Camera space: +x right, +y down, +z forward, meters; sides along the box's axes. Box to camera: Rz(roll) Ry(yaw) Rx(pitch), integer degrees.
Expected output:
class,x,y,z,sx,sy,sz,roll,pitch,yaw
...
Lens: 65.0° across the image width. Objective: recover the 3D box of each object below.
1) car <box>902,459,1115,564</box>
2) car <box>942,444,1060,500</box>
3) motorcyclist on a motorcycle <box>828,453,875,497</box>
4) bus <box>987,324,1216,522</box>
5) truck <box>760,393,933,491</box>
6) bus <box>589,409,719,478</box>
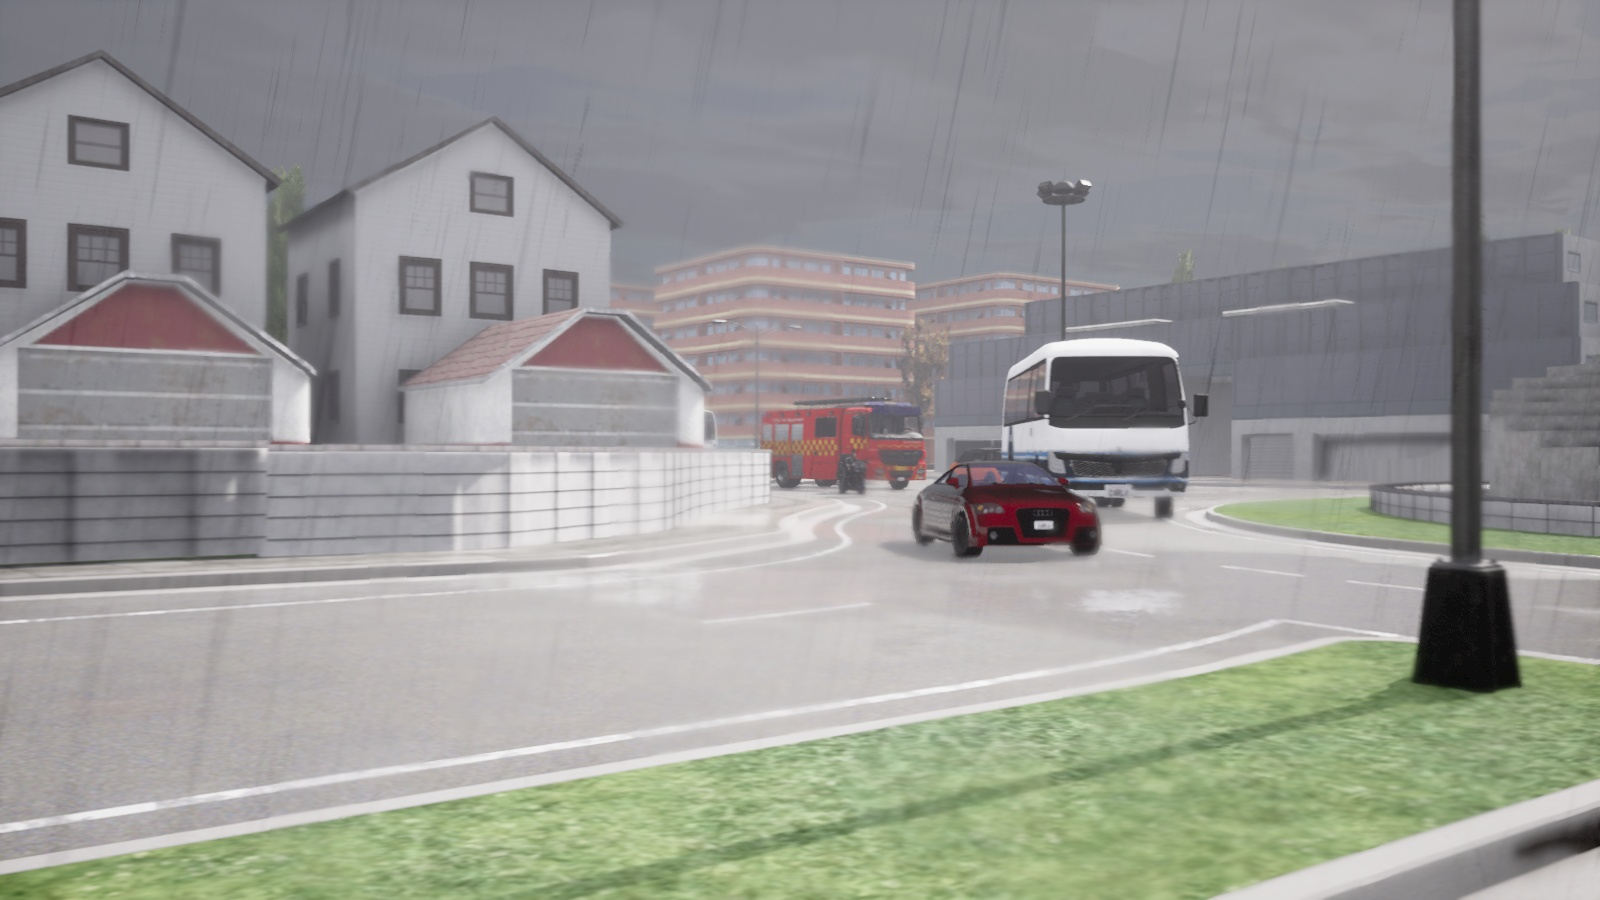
class,x,y,z,sx,sy,sz,roll,pitch,yaw
car,3.022,0.849,19.171,1.994,1.385,4.181,0,0,-9
car,6.647,0.692,42.087,2.097,1.767,4.553,0,0,-17
motorcyclist on a motorcycle,1.848,0.886,45.492,0.866,1.530,2.191,0,0,-23
bus,7.262,-0.569,32.239,3.944,4.253,10.273,0,0,3
truck,1.795,-0.294,53.385,2.891,3.827,8.468,0,0,-34
bus,-9.801,-0.410,82.930,3.944,4.253,10.273,0,0,-36
